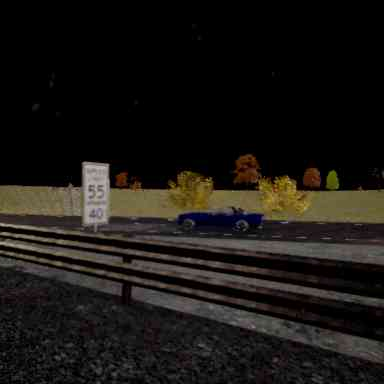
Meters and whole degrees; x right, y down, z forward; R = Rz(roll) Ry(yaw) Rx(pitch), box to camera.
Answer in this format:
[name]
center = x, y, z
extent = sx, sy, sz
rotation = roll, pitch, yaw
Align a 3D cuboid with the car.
[car]
center = 1.552, 1.439, 18.267
extent = 4.718, 1.301, 1.895
rotation = 0, 0, 19
